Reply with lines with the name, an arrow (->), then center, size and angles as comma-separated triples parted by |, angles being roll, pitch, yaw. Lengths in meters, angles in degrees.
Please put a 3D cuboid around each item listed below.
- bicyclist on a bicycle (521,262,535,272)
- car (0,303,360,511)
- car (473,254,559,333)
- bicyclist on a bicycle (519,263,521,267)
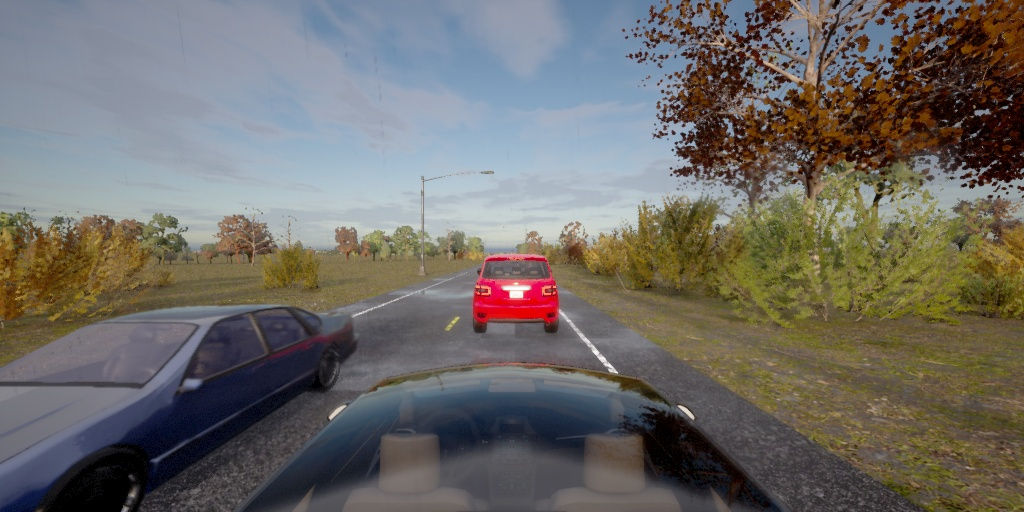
bicyclist on a bicycle -> 0.936, 1.114, 18.560 | 0.659, 1.776, 1.843 | 0, 0, 0
car -> -3.608, 1.296, 4.021 | 2.033, 1.411, 5.357 | 0, 0, 0
car -> 0.088, 0.968, 10.854 | 2.150, 2.045, 5.566 | 0, 0, 0
bicyclist on a bicycle -> 0.892, 1.111, 28.573 | 0.659, 1.776, 1.843 | 0, 0, 0
